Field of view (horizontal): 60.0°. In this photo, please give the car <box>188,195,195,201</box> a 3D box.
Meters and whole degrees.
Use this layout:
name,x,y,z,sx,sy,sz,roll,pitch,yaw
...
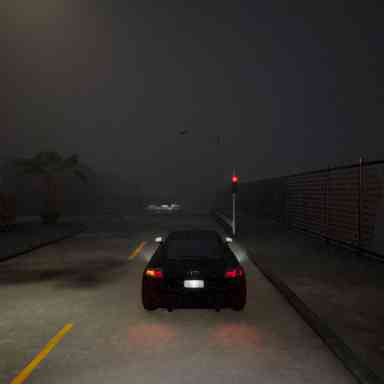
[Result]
name,x,y,z,sx,sy,sz,roll,pitch,yaw
car,-0.220,1.524,85.755,1.812,1.442,4.674,0,0,0

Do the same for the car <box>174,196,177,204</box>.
name,x,y,z,sx,sy,sz,roll,pitch,yaw
car,-4.220,1.492,61.316,2.128,1.511,4.902,0,0,0

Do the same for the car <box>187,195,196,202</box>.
name,x,y,z,sx,sy,sz,roll,pitch,yaw
car,-0.192,1.524,75.515,1.812,1.442,4.674,0,0,0

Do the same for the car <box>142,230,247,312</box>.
name,x,y,z,sx,sy,sz,roll,pitch,yaw
car,0.044,1.564,7.785,1.994,1.385,4.181,0,0,0

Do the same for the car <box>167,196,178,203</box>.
name,x,y,z,sx,sy,sz,roll,pitch,yaw
car,-4.183,1.540,71.807,2.033,1.411,5.357,0,0,0

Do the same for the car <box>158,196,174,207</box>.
name,x,y,z,sx,sy,sz,roll,pitch,yaw
car,-4.224,1.478,51.816,1.882,1.535,5.008,0,0,0
